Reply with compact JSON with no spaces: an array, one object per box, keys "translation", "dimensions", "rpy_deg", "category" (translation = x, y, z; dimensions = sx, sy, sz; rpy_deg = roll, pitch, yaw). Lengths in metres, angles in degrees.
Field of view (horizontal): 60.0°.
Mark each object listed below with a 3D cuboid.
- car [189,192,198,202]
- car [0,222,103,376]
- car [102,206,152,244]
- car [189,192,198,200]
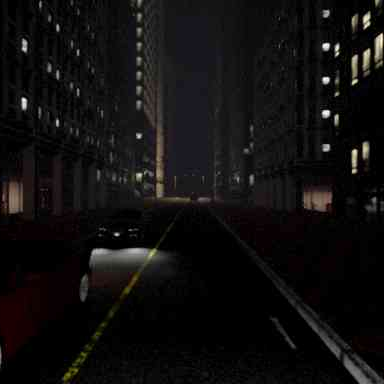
[{"translation":[0.404,1.445,76.349],"dimensions":[1.837,1.490,4.892],"rpy_deg":[0,0,0],"category":"car"},{"translation":[-3.083,1.459,5.181],"dimensions":[1.882,1.535,5.008],"rpy_deg":[0,0,1],"category":"car"},{"translation":[-3.014,1.484,15.862],"dimensions":[1.837,1.490,4.892],"rpy_deg":[0,0,1],"category":"car"},{"translation":[0.461,1.078,86.461],"dimensions":[2.150,2.045,5.566],"rpy_deg":[0,0,0],"category":"car"}]
